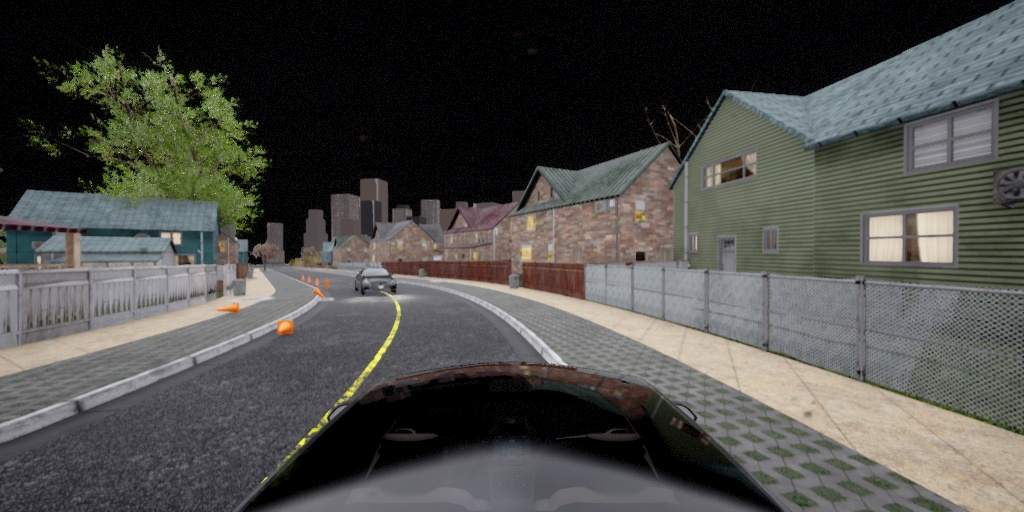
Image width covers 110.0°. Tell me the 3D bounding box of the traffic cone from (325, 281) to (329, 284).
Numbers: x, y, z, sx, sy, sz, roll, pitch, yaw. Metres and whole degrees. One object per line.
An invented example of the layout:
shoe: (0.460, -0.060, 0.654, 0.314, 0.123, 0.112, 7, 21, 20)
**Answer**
traffic cone: (-11.710, 1.289, 22.712, 0.340, 0.580, 0.340, 0, 0, -24)

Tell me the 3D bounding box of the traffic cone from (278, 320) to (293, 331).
traffic cone: (-5.862, 1.552, 9.274, 0.340, 0.580, 0.340, 0, 0, -20)

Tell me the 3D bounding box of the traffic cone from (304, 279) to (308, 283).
traffic cone: (-18.023, 2.051, 31.870, 0.340, 0.580, 0.340, 0, 0, -36)

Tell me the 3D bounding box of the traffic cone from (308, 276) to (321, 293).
traffic cone: (-8.875, 1.252, 16.120, 0.340, 0.580, 0.340, 0, 0, -30)

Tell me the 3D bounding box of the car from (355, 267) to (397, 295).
car: (-7.977, 1.385, 20.801, 1.812, 1.442, 4.674, 0, -1, -29)

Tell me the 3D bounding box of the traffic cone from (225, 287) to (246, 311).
traffic cone: (-9.120, 1.428, 11.855, 0.340, 0.580, 0.340, 0, 0, -19)

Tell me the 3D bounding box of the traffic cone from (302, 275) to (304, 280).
traffic cone: (-20.939, 2.132, 35.933, 0.340, 0.580, 0.340, 0, 0, -36)
